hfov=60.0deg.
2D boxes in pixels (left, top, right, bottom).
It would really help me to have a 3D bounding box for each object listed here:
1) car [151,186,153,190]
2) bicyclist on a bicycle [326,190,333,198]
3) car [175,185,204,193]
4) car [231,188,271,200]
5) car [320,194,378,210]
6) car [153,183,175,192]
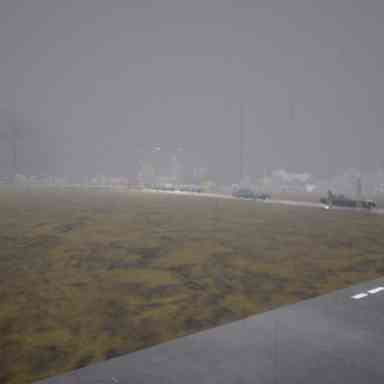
[{"bbox_3d":[-6.106,-1.017,65.113,2.033,1.411,5.357,1,2,-35],"label":"car"},{"bbox_3d":[16.069,0.554,38.844,1.656,1.620,0.582,0,2,-35],"label":"bicyclist on a bicycle"},{"bbox_3d":[-0.155,-0.544,56.668,2.033,1.411,5.357,1,2,-34],"label":"car"},{"bbox_3d":[7.200,0.217,41.093,2.033,1.411,5.357,1,2,-35],"label":"car"},{"bbox_3d":[14.418,0.891,30.752,1.895,1.301,4.718,1,2,-35],"label":"car"},{"bbox_3d":[-4.517,-0.739,58.011,1.994,1.385,4.181,1,2,-34],"label":"car"}]
